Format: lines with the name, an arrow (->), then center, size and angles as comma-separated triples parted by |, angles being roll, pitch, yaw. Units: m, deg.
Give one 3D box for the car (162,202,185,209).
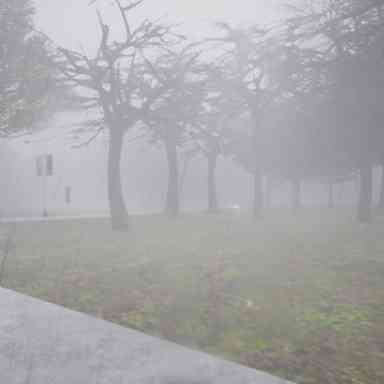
car -> -3.511, 2.543, 64.585 | 2.033, 1.411, 5.357 | -2, -2, 36
